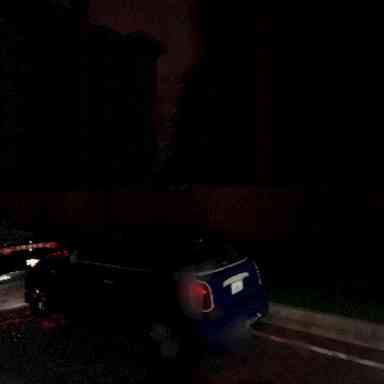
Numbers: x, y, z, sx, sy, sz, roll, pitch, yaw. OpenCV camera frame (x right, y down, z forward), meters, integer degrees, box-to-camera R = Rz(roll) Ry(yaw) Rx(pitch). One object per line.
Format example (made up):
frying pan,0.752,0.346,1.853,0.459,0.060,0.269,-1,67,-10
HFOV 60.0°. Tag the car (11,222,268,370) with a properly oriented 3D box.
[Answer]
car,-1.060,1.396,6.028,4.553,1.767,2.097,-1,0,37

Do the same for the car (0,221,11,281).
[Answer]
car,-5.898,1.585,9.624,5.008,1.535,1.882,-1,0,37
